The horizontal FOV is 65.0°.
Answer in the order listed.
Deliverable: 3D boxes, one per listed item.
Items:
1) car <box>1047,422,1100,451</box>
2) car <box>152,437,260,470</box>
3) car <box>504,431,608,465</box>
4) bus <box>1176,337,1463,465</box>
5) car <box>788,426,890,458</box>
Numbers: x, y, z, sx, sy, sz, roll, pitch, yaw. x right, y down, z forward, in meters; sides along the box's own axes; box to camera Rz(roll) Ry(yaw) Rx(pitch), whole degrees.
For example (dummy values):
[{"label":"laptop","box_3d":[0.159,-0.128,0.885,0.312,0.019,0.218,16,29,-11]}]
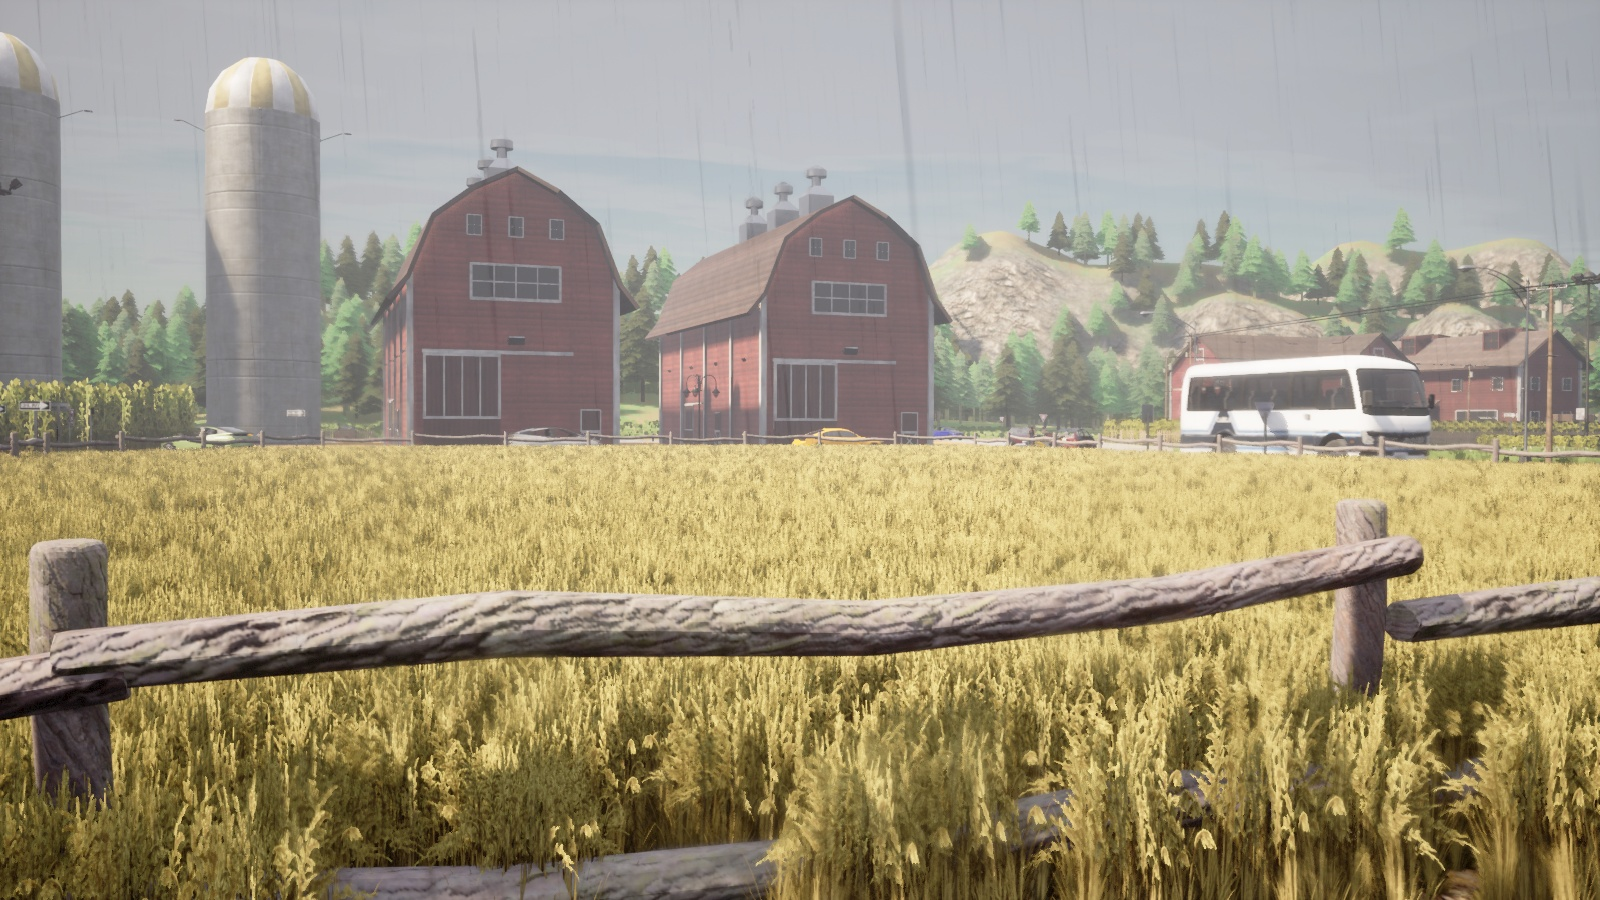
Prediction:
[{"label":"car","box_3d":[15.505,-0.794,71.063,1.789,1.549,3.705,0,2,31]},{"label":"car","box_3d":[-28.773,0.178,60.850,4.514,1.525,2.007,-1,1,17]},{"label":"car","box_3d":[-11.731,-0.116,60.408,4.514,1.525,2.007,-2,1,-24]},{"label":"bus","box_3d":[19.037,-1.736,47.173,3.944,4.253,10.273,-1,1,-21]},{"label":"car","box_3d":[2.064,-0.443,66.384,5.008,1.535,1.882,-1,1,-20]}]
